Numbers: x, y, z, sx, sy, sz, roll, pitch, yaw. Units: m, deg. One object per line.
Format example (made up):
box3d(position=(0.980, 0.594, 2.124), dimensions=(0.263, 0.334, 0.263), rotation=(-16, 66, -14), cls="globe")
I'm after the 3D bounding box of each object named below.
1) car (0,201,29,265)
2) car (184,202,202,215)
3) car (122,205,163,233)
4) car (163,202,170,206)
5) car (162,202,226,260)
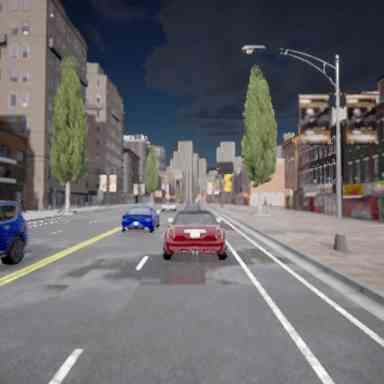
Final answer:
box3d(position=(-6.594, 1.278, 9.009), dimensions=(2.150, 2.045, 5.566), rotation=(0, -1, 0), cls="car")
box3d(position=(0.098, 1.930, 38.974), dimensions=(1.994, 1.385, 4.181), rotation=(0, -1, 0), cls="car")
box3d(position=(-3.151, 1.651, 21.188), dimensions=(1.882, 1.535, 5.008), rotation=(0, -1, 0), cls="car")
box3d(position=(-3.152, 2.084, 47.247), dimensions=(1.895, 1.301, 4.718), rotation=(0, -1, 0), cls="car")
box3d(position=(0.100, 1.442, 13.000), dimensions=(2.097, 1.767, 4.553), rotation=(0, -1, 0), cls="car")
